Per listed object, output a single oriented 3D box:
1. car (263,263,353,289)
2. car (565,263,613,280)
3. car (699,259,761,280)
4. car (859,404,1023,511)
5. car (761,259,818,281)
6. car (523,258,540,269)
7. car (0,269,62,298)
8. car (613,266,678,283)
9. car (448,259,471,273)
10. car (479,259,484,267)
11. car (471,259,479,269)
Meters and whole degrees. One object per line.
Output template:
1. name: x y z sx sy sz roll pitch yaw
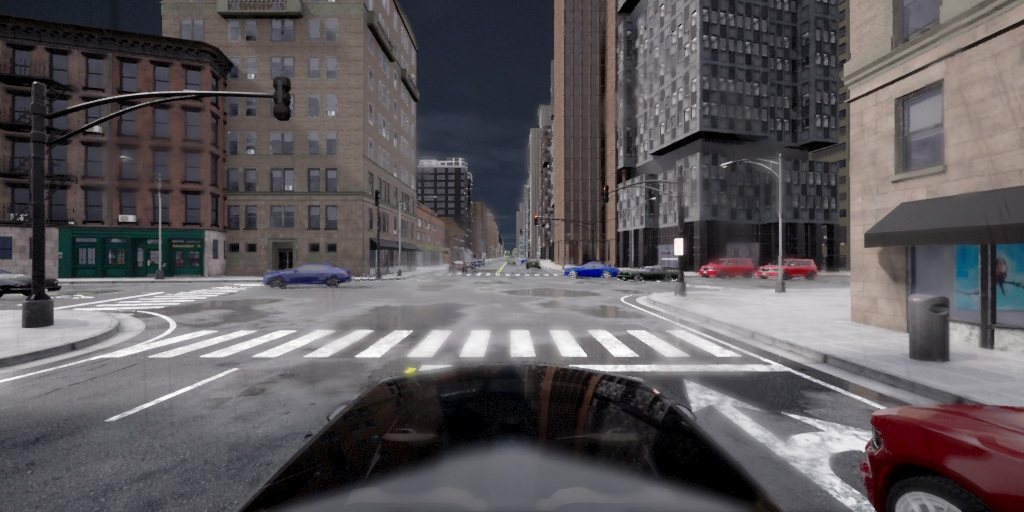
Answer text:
1. car: -11.998 1.156 21.352 4.674 1.442 1.812 1 0 -19
2. car: 7.516 1.372 33.991 5.008 1.535 1.882 2 2 15
3. car: 21.689 1.283 36.140 5.566 2.045 2.150 1 0 -16
4. car: 3.353 1.228 0.392 1.882 1.535 5.008 0 0 0
5. car: 26.147 1.309 34.028 5.566 2.045 2.150 1 0 -15
6. car: 3.261 1.109 57.000 2.097 1.767 4.553 0 0 0
7. car: -22.317 1.031 14.434 5.357 1.411 2.033 1 0 -16
8. car: 11.058 1.510 29.379 4.718 1.301 1.895 1 0 -19
9. car: -6.671 1.281 44.695 1.812 1.442 4.674 0 0 0
10. car: -6.672 1.322 64.618 1.994 1.385 4.181 0 0 0
11. car: -6.682 1.249 54.656 2.128 1.511 4.902 0 0 0
